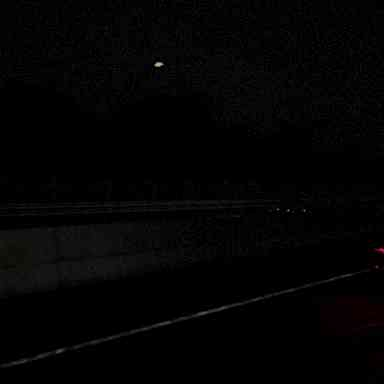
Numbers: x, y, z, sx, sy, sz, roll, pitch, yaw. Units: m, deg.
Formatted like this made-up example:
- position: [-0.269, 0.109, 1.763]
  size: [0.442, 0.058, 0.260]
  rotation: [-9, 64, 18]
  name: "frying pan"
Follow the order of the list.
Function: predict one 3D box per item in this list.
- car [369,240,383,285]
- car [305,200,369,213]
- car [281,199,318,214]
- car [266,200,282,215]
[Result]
- position: [6.268, 1.493, 8.140]
  size: [4.902, 1.511, 2.128]
  rotation: [0, 0, -35]
  name: "car"
- position: [11.018, 1.515, 24.435]
  size: [5.357, 1.411, 2.033]
  rotation: [0, 0, -34]
  name: "car"
- position: [10.109, 1.463, 28.042]
  size: [4.892, 1.490, 1.837]
  rotation: [0, 0, -34]
  name: "car"
- position: [9.156, 1.453, 31.624]
  size: [4.892, 1.490, 1.837]
  rotation: [-1, 0, -34]
  name: "car"
